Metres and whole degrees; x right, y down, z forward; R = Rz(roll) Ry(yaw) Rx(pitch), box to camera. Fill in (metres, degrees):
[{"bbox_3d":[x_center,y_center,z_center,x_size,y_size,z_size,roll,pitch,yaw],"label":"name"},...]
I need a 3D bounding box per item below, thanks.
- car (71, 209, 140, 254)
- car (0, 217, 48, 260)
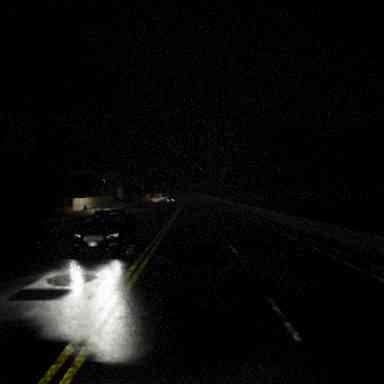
[{"bbox_3d":[-3.349,1.488,13.640,2.128,1.511,4.902,0,0,0],"label":"car"},{"bbox_3d":[-6.601,1.544,10.828,2.033,1.411,5.357,0,0,0],"label":"car"}]
